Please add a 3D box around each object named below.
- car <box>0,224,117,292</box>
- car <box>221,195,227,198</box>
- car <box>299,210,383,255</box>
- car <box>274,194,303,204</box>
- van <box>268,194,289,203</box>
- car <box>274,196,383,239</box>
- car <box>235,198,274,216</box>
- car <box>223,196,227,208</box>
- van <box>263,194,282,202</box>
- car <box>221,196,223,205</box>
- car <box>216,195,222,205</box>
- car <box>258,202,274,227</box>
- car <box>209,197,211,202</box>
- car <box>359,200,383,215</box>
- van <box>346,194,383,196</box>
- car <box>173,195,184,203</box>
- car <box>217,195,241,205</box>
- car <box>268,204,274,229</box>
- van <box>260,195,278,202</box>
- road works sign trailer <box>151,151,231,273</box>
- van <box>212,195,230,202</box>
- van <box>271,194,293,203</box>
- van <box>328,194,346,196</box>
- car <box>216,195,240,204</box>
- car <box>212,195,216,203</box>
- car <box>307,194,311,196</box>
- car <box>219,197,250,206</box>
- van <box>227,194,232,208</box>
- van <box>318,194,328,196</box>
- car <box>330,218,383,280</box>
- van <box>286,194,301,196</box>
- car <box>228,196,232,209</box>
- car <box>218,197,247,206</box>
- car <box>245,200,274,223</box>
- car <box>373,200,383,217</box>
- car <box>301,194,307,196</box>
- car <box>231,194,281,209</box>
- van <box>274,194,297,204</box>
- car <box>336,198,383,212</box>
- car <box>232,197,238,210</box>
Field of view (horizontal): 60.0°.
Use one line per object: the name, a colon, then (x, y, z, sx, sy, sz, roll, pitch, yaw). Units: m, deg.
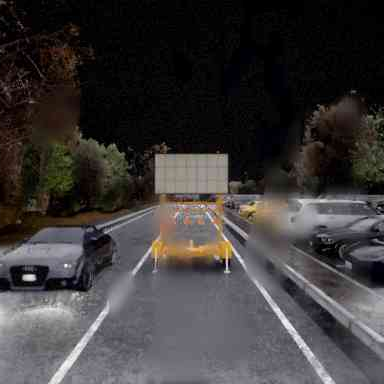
car: (-3.352, 1.576, 8.832, 1.994, 1.385, 4.181, 0, 0, 0)
car: (7.100, 1.652, 50.909, 4.792, 1.488, 2.163, 0, 0, 0)
car: (6.825, 1.596, 12.055, 5.008, 1.535, 2.097, 0, 0, 0)
car: (20.335, 1.467, 70.231, 5.566, 2.045, 2.435, 0, 0, 0)
van: (20.313, 1.537, 78.550, 4.442, 1.987, 1.878, 0, -1, 0)
car: (6.870, 1.335, 14.830, 5.566, 2.045, 2.435, 0, 0, 0)
car: (6.768, 1.539, 28.833, 5.366, 1.575, 1.946, 0, 0, 0)
car: (7.056, 1.622, 45.357, 4.792, 1.488, 2.163, 0, 0, 0)
van: (20.356, 1.637, 83.941, 4.442, 1.987, 1.878, 0, -1, 0)
car: (7.078, 1.637, 48.133, 4.792, 1.488, 2.163, 0, 0, 0)
car: (6.966, 1.634, 53.687, 5.366, 1.575, 1.946, 0, 0, 0)
car: (6.892, 1.569, 20.383, 4.892, 1.521, 2.231, 0, 0, 0)
car: (7.379, 1.519, 78.671, 5.566, 2.045, 2.435, 0, 0, 0)
car: (20.104, 1.563, 34.096, 4.792, 1.488, 2.163, 0, 0, 0)
van: (19.989, 1.317, 36.850, 4.442, 1.987, 1.878, 0, 0, 0)
car: (-2.978, 1.536, 75.916, 2.150, 2.045, 5.566, 0, -1, 0)
car: (7.208, 1.571, 64.790, 4.553, 1.767, 2.185, 0, 0, 0)
car: (7.049, 1.574, 17.605, 5.366, 1.575, 1.946, 0, 0, 0)
van: (20.634, 1.756, 89.477, 4.442, 1.987, 1.878, 0, -1, 0)
road works sign trailer: (-0.016, 0.479, 10.707, 2.380, 3.560, 2.880, 0, 0, 0)
van: (7.278, 1.648, 84.207, 4.442, 1.987, 1.878, 0, -1, 0)
van: (20.523, 1.521, 75.646, 4.442, 1.987, 1.878, 0, 0, 0)
van: (20.258, 1.343, 42.404, 4.442, 1.987, 1.878, 0, 0, 0)
car: (7.231, 1.586, 67.566, 4.553, 1.767, 2.185, 0, 0, 0)
car: (7.032, 1.679, 62.015, 5.366, 1.575, 1.946, 0, 0, 0)
car: (20.157, 1.348, 47.945, 5.566, 2.045, 2.435, 0, 0, 0)
car: (7.180, 1.653, 56.461, 4.892, 1.521, 2.231, 0, 0, 0)
van: (7.179, 1.352, 42.581, 4.442, 1.987, 1.878, 0, 0, 0)
van: (20.047, 1.358, 45.176, 4.442, 1.987, 1.878, 0, 0, 0)
car: (6.768, 1.635, 9.279, 4.792, 1.488, 2.163, 0, 0, 0)
van: (20.414, 1.448, 61.920, 4.442, 1.987, 1.878, 0, 0, 0)
car: (7.070, 1.592, 39.804, 4.792, 1.488, 2.163, 0, 0, 0)
car: (7.189, 1.668, 59.237, 4.892, 1.521, 2.231, 0, 0, 0)
car: (6.722, 1.556, 23.160, 5.366, 1.575, 1.946, 0, 0, 0)
car: (20.083, 1.561, 31.457, 4.792, 1.488, 2.163, 0, 0, 0)
car: (20.180, 1.362, 50.715, 5.566, 2.045, 2.435, 0, 0, 0)
car: (7.050, 1.425, 37.032, 4.553, 1.767, 2.185, 0, 0, 0)
van: (20.502, 1.507, 73.001, 4.442, 1.987, 1.878, 0, 0, 0)
car: (20.125, 1.554, 39.634, 5.008, 1.535, 2.097, 0, 0, 0)
car: (6.990, 1.543, 34.252, 4.892, 1.521, 2.231, 0, 0, 0)
